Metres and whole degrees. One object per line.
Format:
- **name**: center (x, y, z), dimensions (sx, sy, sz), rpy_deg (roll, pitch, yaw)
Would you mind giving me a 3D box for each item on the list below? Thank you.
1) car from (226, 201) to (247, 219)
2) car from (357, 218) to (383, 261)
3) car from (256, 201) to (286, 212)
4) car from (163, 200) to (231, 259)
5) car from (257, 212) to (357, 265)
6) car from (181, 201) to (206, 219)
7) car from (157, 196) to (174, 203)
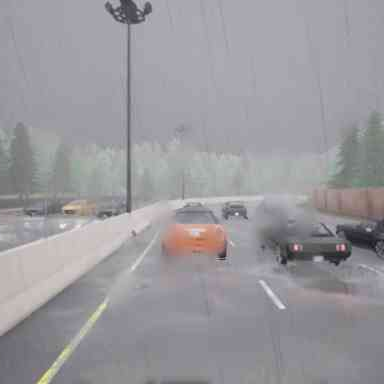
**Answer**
- **car**: center (3.655, 1.522, 29.135), dimensions (1.837, 1.490, 4.892), rpy_deg (0, 0, 1)
- **car**: center (7.097, 1.608, 12.256), dimensions (1.895, 1.301, 4.718), rpy_deg (0, 0, 0)
- **car**: center (7.171, 1.543, 30.073), dimensions (1.812, 1.442, 4.674), rpy_deg (0, 0, 1)
- **car**: center (0.095, 1.360, 12.693), dimensions (2.097, 1.767, 4.553), rpy_deg (0, 0, 0)
- **car**: center (3.596, 1.608, 11.665), dimensions (1.895, 1.301, 4.718), rpy_deg (0, 0, 0)
- **car**: center (0.166, 1.581, 29.599), dimensions (1.994, 1.385, 4.181), rpy_deg (0, 0, 1)
- **car**: center (-5.670, 1.562, 70.811), dimensions (1.812, 1.442, 4.674), rpy_deg (0, 0, 20)
